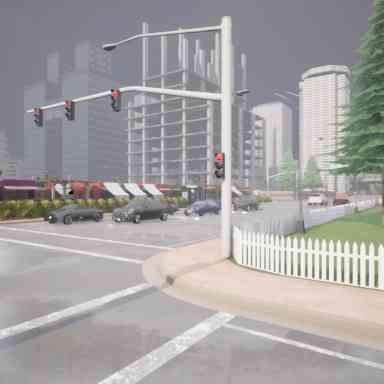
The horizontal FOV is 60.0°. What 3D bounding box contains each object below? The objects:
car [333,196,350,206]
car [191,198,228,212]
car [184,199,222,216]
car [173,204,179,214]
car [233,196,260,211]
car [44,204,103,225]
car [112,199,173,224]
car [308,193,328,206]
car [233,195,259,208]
[{"bbox_3d":[24.122,1.478,53.636,1.882,1.535,5.008,0,0,34],"label":"car"},{"bbox_3d":[2.242,1.547,40.399,2.033,1.411,5.357,0,0,34],"label":"car"},{"bbox_3d":[1.078,1.526,32.421,1.812,1.442,4.674,0,0,34],"label":"car"},{"bbox_3d":[-3.405,1.547,32.064,2.033,1.411,5.357,0,0,34],"label":"car"},{"bbox_3d":[6.715,1.505,40.747,1.837,1.490,4.892,0,0,34],"label":"car"},{"bbox_3d":[-8.588,1.564,24.410,1.994,1.385,4.181,0,0,34],"label":"car"},{"bbox_3d":[-3.874,1.352,25.127,2.097,1.767,4.553,0,0,34],"label":"car"},{"bbox_3d":[21.055,1.217,55.350,2.150,2.045,5.566,0,-1,34],"label":"car"},{"bbox_3d":[7.945,1.352,48.751,2.097,1.767,4.553,0,0,35],"label":"car"}]
